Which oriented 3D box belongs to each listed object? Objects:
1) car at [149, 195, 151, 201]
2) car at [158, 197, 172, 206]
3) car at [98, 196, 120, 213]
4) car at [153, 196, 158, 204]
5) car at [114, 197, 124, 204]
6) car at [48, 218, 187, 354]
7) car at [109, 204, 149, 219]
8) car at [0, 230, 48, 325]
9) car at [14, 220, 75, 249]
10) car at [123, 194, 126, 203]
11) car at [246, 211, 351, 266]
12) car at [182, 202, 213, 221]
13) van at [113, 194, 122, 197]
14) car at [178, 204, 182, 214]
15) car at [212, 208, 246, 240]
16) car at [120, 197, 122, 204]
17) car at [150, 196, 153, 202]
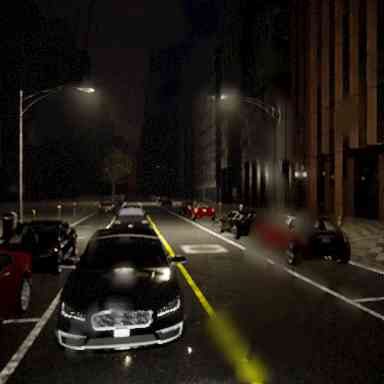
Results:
[{"bbox_3d":[-9.353,1.791,84.713,1.752,1.417,4.829,0,0,-10],"label":"car"},{"bbox_3d":[-4.320,1.760,56.602,1.802,1.307,4.206,0,0,-10],"label":"car"},{"bbox_3d":[-9.709,1.542,38.328,1.967,1.590,4.097,0,0,-10],"label":"car"},{"bbox_3d":[-6.321,1.763,67.780,2.008,1.369,4.403,0,0,-10],"label":"car"},{"bbox_3d":[-15.712,1.768,71.859,1.947,1.339,4.313,0,0,-10],"label":"car"},{"bbox_3d":[-1.318,1.522,6.558,1.837,1.490,4.892,0,0,-10],"label":"car"},{"bbox_3d":[-3.490,1.617,19.199,1.994,1.385,4.181,0,0,-10],"label":"car"},{"bbox_3d":[-3.707,1.550,4.796,1.887,1.381,4.507,0,0,-10],"label":"car"},{"bbox_3d":[-4.708,1.587,10.385,1.947,1.339,4.313,0,0,-10],"label":"car"},{"bbox_3d":[-13.711,1.484,60.683,2.192,1.841,5.009,0,0,-10],"label":"car"},{"bbox_3d":[3.684,1.488,11.892,1.967,1.590,4.097,0,0,-10],"label":"car"},{"bbox_3d":[0.682,1.536,28.658,1.967,1.590,4.097,0,0,-10],"label":"car"},{"bbox_3d":[-11.710,1.476,49.506,1.690,1.788,3.998,0,0,-10],"label":"van"},{"bbox_3d":[-0.319,1.678,34.247,1.947,1.339,4.313,0,0,-10],"label":"car"},{"bbox_3d":[2.683,1.629,17.481,1.947,1.339,4.313,0,0,-10],"label":"car"},{"bbox_3d":[-10.710,1.669,43.916,2.008,1.369,4.403,0,0,-10],"label":"car"},{"bbox_3d":[-8.322,1.829,78.957,1.802,1.307,4.206,0,0,-10],"label":"car"}]
